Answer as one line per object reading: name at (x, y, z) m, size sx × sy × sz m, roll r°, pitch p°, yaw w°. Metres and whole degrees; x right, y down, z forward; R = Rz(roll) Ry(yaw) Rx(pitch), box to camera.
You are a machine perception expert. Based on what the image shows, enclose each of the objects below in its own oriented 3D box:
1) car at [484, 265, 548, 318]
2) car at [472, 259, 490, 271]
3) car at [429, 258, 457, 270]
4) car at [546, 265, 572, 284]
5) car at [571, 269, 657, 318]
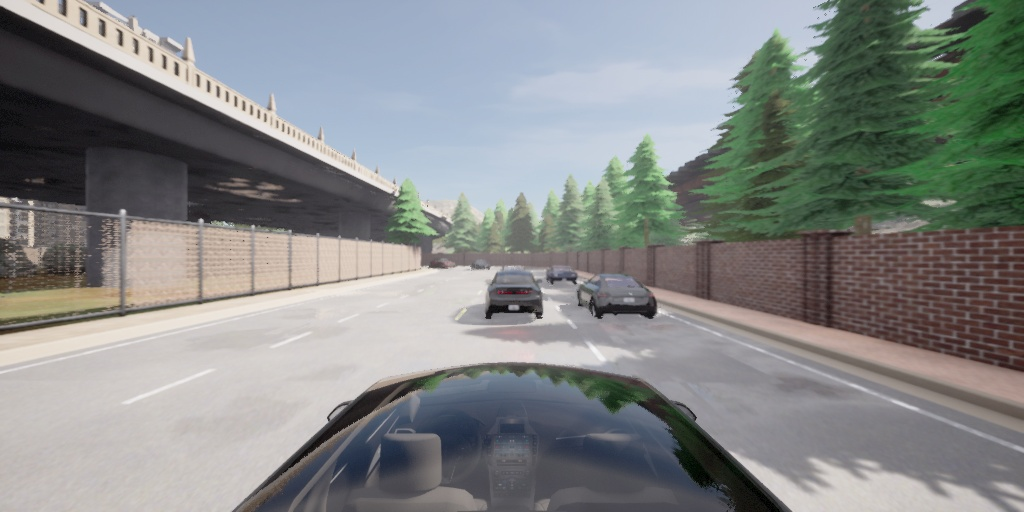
car at (0.072, 1.250, 12.930) m, size 1.837 × 1.490 × 4.892 m, roll 0°, pitch 0°, yaw 0°
car at (-4.275, 1.231, 49.477) m, size 1.837 × 1.490 × 4.892 m, roll 1°, pitch -1°, yaw -19°
car at (-10.209, 1.075, 52.943) m, size 4.553 × 1.767 × 2.097 m, roll 0°, pitch 0°, yaw 43°
car at (3.564, 1.337, 26.557) m, size 1.895 × 1.301 × 4.718 m, roll 0°, pitch 0°, yaw 0°
car at (3.572, 1.307, 12.908) m, size 1.994 × 1.385 × 4.181 m, roll 0°, pitch 0°, yaw 0°
